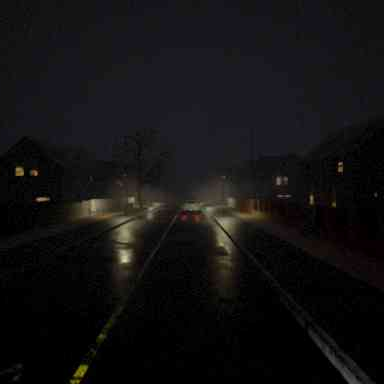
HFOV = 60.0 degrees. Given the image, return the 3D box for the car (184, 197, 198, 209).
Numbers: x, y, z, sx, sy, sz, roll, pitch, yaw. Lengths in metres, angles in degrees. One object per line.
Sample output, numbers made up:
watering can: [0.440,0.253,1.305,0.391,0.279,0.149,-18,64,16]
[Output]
car: [-0.181,1.549,47.492,1.882,1.535,5.008,0,0,-1]

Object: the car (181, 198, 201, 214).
car: [-0.102,1.547,35.469,1.812,1.442,4.674,0,0,0]
